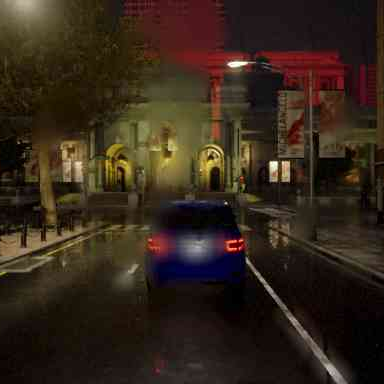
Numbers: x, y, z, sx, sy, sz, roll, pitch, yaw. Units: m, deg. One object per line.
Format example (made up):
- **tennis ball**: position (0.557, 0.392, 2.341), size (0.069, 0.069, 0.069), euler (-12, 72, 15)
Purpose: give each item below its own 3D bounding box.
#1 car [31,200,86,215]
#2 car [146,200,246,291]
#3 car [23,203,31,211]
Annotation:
- **car**: position (-12.881, 1.601, 32.852), size (4.718, 1.301, 1.895), euler (0, 0, 1)
- **car**: position (0.106, 1.221, 9.130), size (2.150, 2.045, 5.566), euler (0, 0, 1)
- **car**: position (-15.511, 1.547, 36.377), size (5.357, 1.411, 2.033), euler (0, 0, 1)
